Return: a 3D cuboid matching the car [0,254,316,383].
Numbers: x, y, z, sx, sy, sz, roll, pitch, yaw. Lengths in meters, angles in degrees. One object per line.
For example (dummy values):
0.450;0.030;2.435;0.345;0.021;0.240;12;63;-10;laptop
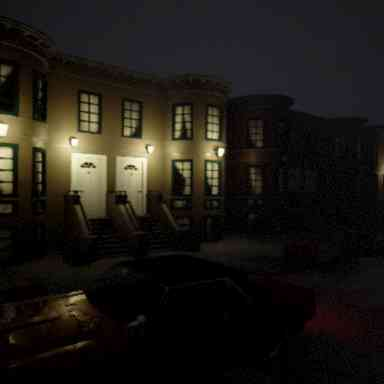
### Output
-0.566;1.579;4.173;4.718;1.301;1.895;0;0;-37;car
